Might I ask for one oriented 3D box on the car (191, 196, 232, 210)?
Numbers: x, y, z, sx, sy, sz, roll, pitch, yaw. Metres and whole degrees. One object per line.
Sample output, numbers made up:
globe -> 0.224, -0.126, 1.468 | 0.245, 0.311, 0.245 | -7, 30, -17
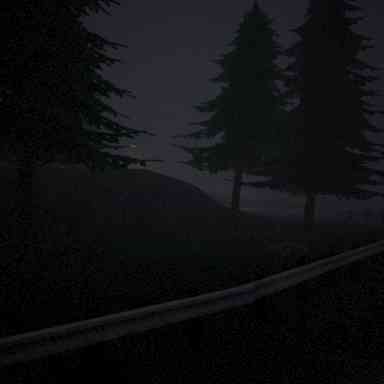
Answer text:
car -> 2.768, 1.565, 47.711 | 4.718, 1.301, 1.895 | 0, 0, 34

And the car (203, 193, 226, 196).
car -> 4.064, 1.182, 51.064 | 5.566, 2.045, 2.150 | 0, 0, 34
